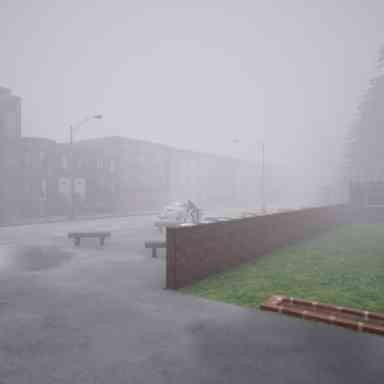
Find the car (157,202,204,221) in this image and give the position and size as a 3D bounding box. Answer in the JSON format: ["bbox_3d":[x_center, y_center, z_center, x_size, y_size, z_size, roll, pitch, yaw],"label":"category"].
[{"bbox_3d":[-0.865,1.526,26.940,1.812,1.442,4.674,0,0,35],"label":"car"}]

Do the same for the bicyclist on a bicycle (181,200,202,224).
[{"bbox_3d":[-0.031,1.340,20.852,1.656,1.620,0.582,0,0,35],"label":"bicyclist on a bicycle"}]
